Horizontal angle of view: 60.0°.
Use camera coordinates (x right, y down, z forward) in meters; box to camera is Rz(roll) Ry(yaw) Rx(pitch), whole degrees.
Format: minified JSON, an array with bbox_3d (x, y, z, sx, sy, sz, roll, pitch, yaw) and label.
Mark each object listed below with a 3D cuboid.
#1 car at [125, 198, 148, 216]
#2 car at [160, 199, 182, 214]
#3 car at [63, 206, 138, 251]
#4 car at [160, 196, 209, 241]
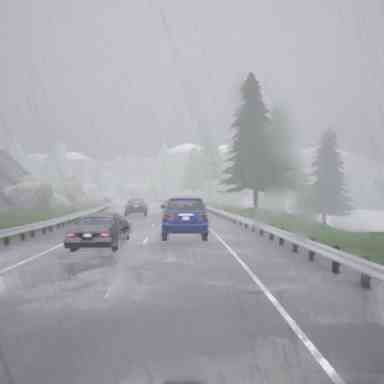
[{"bbox_3d":[-5.446,1.361,32.861,2.097,1.767,4.553,0,0,-7],"label":"car"},{"bbox_3d":[-2.383,1.558,36.646,2.033,1.411,5.357,0,0,-8],"label":"car"},{"bbox_3d":[-3.753,1.551,14.041,2.033,1.411,5.357,0,0,-3],"label":"car"},{"bbox_3d":[-0.426,1.226,16.997,2.150,2.045,5.566,0,0,-3],"label":"car"}]
